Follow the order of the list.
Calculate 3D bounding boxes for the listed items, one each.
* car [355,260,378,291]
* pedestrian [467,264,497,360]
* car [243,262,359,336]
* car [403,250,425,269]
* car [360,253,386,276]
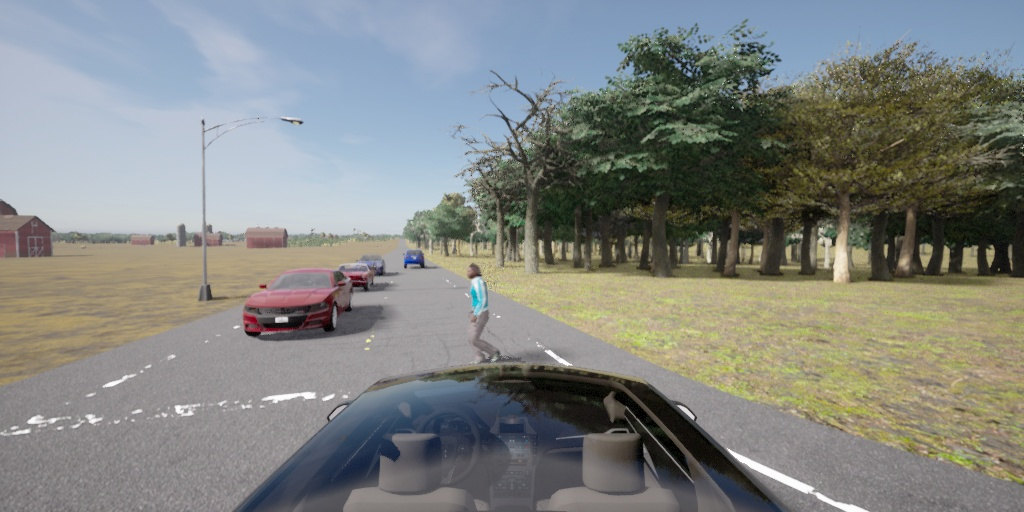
[{"bbox_3d":[-8.523,1.081,19.277,1.895,1.301,4.718,0,1,-17],"label":"car"},{"bbox_3d":[-0.557,0.976,6.194,0.375,1.860,0.375,-2,3,-17],"label":"pedestrian"},{"bbox_3d":[-5.814,1.099,10.299,1.882,1.535,5.008,0,1,-17],"label":"car"},{"bbox_3d":[-11.103,0.308,40.621,2.150,2.045,5.566,0,1,-17],"label":"car"},{"bbox_3d":[-11.470,0.661,29.130,2.097,1.767,4.553,0,1,-16],"label":"car"}]
